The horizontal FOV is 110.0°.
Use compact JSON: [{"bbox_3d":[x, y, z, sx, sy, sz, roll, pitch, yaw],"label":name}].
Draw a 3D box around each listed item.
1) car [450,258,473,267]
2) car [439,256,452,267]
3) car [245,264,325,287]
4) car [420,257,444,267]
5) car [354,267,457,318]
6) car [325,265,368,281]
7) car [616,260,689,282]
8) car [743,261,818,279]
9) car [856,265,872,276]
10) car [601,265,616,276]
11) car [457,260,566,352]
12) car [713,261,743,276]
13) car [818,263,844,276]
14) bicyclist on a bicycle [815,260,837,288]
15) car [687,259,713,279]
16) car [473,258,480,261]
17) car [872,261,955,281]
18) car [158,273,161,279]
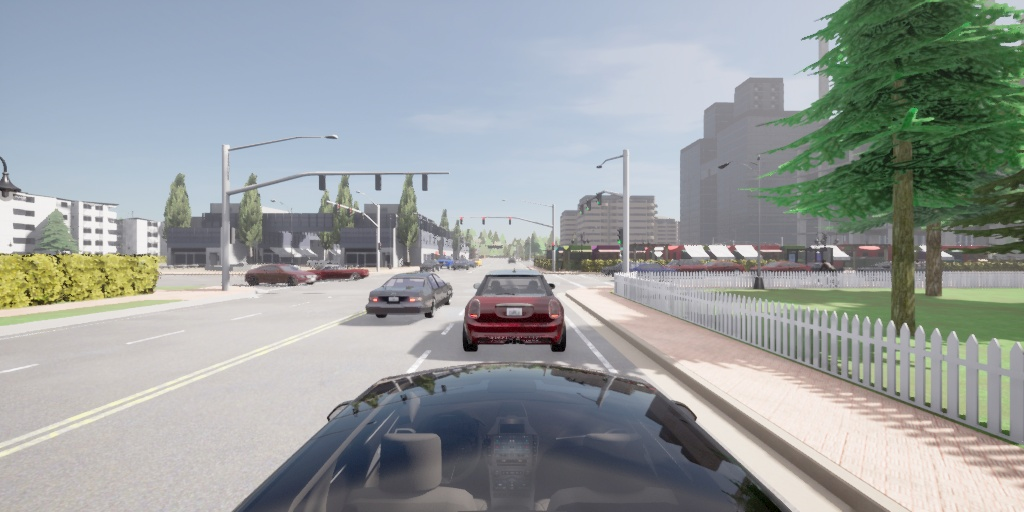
[{"bbox_3d":[-7.108,1.310,51.085,1.994,1.385,4.181,0,0,0],"label":"car"},{"bbox_3d":[-10.602,0.967,56.369,2.150,2.045,5.566,0,0,0],"label":"car"},{"bbox_3d":[-15.389,1.274,23.986,4.674,1.442,1.812,0,0,10],"label":"car"},{"bbox_3d":[-10.609,1.251,46.508,1.837,1.490,4.892,0,0,0],"label":"car"},{"bbox_3d":[-3.420,1.297,12.913,2.033,1.411,5.357,0,0,0],"label":"car"},{"bbox_3d":[-14.031,1.349,28.795,4.718,1.301,1.895,0,0,-12],"label":"car"},{"bbox_3d":[11.086,1.273,28.538,4.674,1.442,1.812,0,0,-1],"label":"car"},{"bbox_3d":[24.287,1.225,32.561,5.008,1.535,1.882,0,0,-1],"label":"car"},{"bbox_3d":[34.349,1.252,32.806,4.892,1.490,1.837,0,0,-1],"label":"car"},{"bbox_3d":[11.225,1.273,35.716,4.674,1.442,1.812,0,0,-1],"label":"car"},{"bbox_3d":[0.063,1.101,9.079,2.097,1.767,4.553,0,0,0],"label":"car"},{"bbox_3d":[20.550,1.225,35.971,5.008,1.535,1.882,0,0,-1],"label":"car"},{"bbox_3d":[30.449,1.348,36.217,4.718,1.301,1.895,0,0,-1],"label":"car"},{"bbox_3d":[18.788,1.051,21.438,0.582,1.620,1.656,0,0,-1],"label":"bicyclist on a bicycle"},{"bbox_3d":[15.074,1.100,32.329,4.553,1.767,2.097,0,0,-1],"label":"car"},{"bbox_3d":[-7.093,1.293,60.328,2.033,1.411,5.357,0,0,0],"label":"car"},{"bbox_3d":[32.873,1.239,29.082,4.902,1.511,2.128,0,0,-1],"label":"car"},{"bbox_3d":[-29.879,1.312,27.654,4.181,1.385,1.994,0,0,0],"label":"car"}]
